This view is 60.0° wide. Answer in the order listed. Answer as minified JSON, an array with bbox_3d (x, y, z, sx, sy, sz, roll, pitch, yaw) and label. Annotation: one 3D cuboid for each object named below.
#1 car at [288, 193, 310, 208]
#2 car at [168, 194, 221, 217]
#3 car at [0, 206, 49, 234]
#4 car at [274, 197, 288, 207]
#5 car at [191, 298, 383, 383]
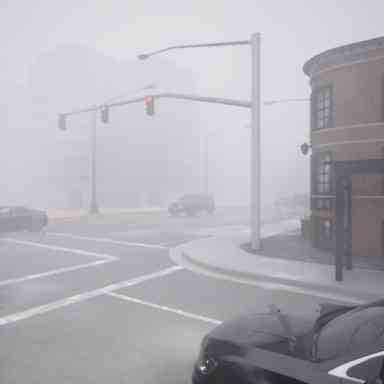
[{"bbox_3d":[16.014,1.213,47.501,2.150,2.045,5.566,0,0,35],"label":"car"},{"bbox_3d":[0.120,1.211,31.484,2.150,2.045,5.566,0,0,35],"label":"car"},{"bbox_3d":[-9.809,1.482,17.019,2.128,1.511,4.902,0,0,31],"label":"car"},{"bbox_3d":[14.205,1.497,51.218,1.837,1.490,4.892,0,-1,36],"label":"car"},{"bbox_3d":[2.245,1.505,2.363,4.892,1.490,1.837,0,0,36],"label":"car"}]
